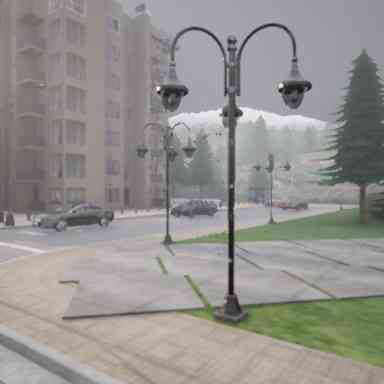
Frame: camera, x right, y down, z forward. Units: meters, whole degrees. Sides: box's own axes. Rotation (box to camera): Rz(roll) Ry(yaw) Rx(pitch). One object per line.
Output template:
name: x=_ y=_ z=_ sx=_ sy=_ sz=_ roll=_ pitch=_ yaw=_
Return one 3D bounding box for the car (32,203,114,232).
car: x=-6.840 y=1.409 z=19.640 sx=2.128 sy=1.511 sz=4.902 roll=0 pitch=0 yaw=36

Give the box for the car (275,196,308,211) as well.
car: x=12.142 y=1.480 z=39.373 sx=2.033 sy=1.411 sz=5.357 roll=0 pitch=0 yaw=35

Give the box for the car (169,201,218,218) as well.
car: x=0.254 y=1.465 z=29.369 sx=2.033 sy=1.411 sz=5.357 roll=0 pitch=0 yaw=36

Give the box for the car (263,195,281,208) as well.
car: x=11.296 y=1.269 z=44.408 sx=2.097 sy=1.767 sz=4.553 roll=0 pitch=0 yaw=37
